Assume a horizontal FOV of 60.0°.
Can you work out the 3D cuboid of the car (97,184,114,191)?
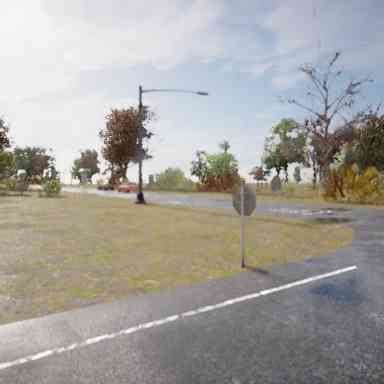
[{"bbox_3d":[-15.855,-0.844,61.126,1.895,1.301,4.718,-1,2,-36],"label":"car"}]

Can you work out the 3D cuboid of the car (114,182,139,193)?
[{"bbox_3d":[-10.238,-0.782,53.267,2.097,1.767,4.553,-1,2,-36],"label":"car"}]
